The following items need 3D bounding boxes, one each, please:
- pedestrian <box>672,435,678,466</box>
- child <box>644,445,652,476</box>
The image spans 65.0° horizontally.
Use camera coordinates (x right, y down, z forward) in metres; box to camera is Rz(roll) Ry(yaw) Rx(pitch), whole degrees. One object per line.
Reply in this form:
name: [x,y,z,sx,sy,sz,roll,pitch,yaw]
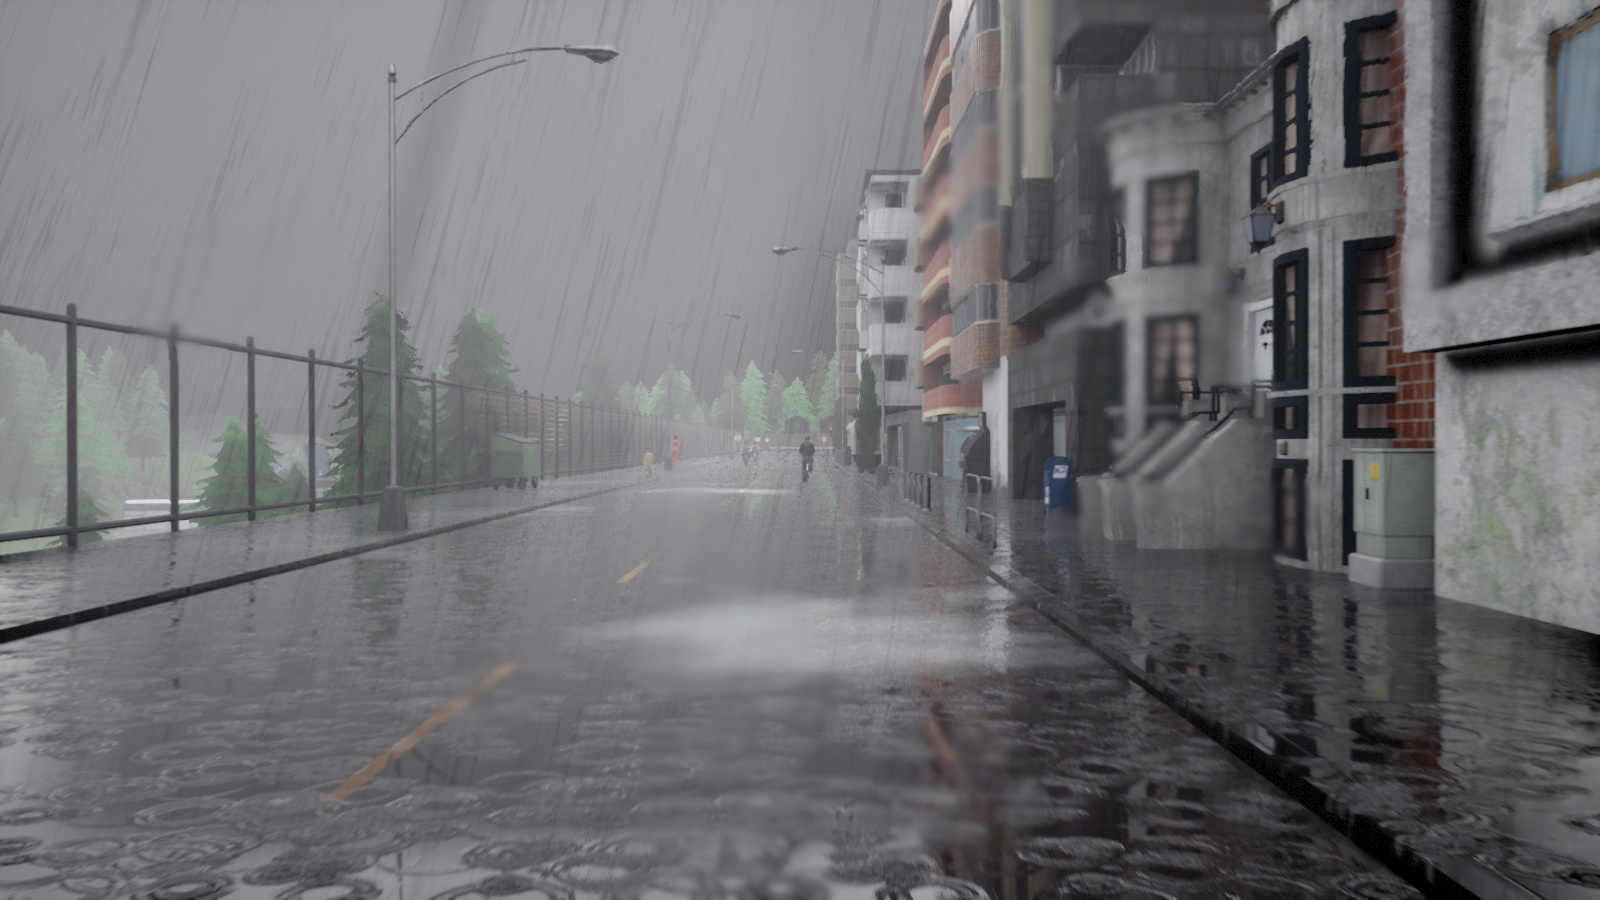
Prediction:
pedestrian: [-7.345,0.034,73.895,0.345,1.836,0.594,0,0,-4]
child: [-6.273,0.439,51.886,0.270,1.263,0.437,0,0,1]
